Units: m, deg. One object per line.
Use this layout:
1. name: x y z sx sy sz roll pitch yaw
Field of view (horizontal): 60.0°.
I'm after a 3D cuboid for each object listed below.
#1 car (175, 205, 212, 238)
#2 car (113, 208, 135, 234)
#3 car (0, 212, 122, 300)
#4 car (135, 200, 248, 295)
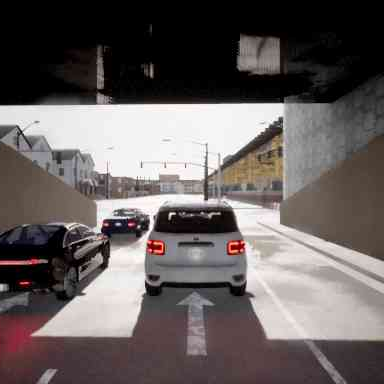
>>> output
1. car: 0.059 1.525 18.448 1.812 1.442 4.674 0 0 0
2. car: -3.420 1.547 17.910 2.033 1.411 5.357 0 0 0
3. car: -3.422 1.491 8.360 2.128 1.511 4.902 0 0 0
4. car: 0.083 1.221 8.885 2.150 2.045 5.566 0 0 0
